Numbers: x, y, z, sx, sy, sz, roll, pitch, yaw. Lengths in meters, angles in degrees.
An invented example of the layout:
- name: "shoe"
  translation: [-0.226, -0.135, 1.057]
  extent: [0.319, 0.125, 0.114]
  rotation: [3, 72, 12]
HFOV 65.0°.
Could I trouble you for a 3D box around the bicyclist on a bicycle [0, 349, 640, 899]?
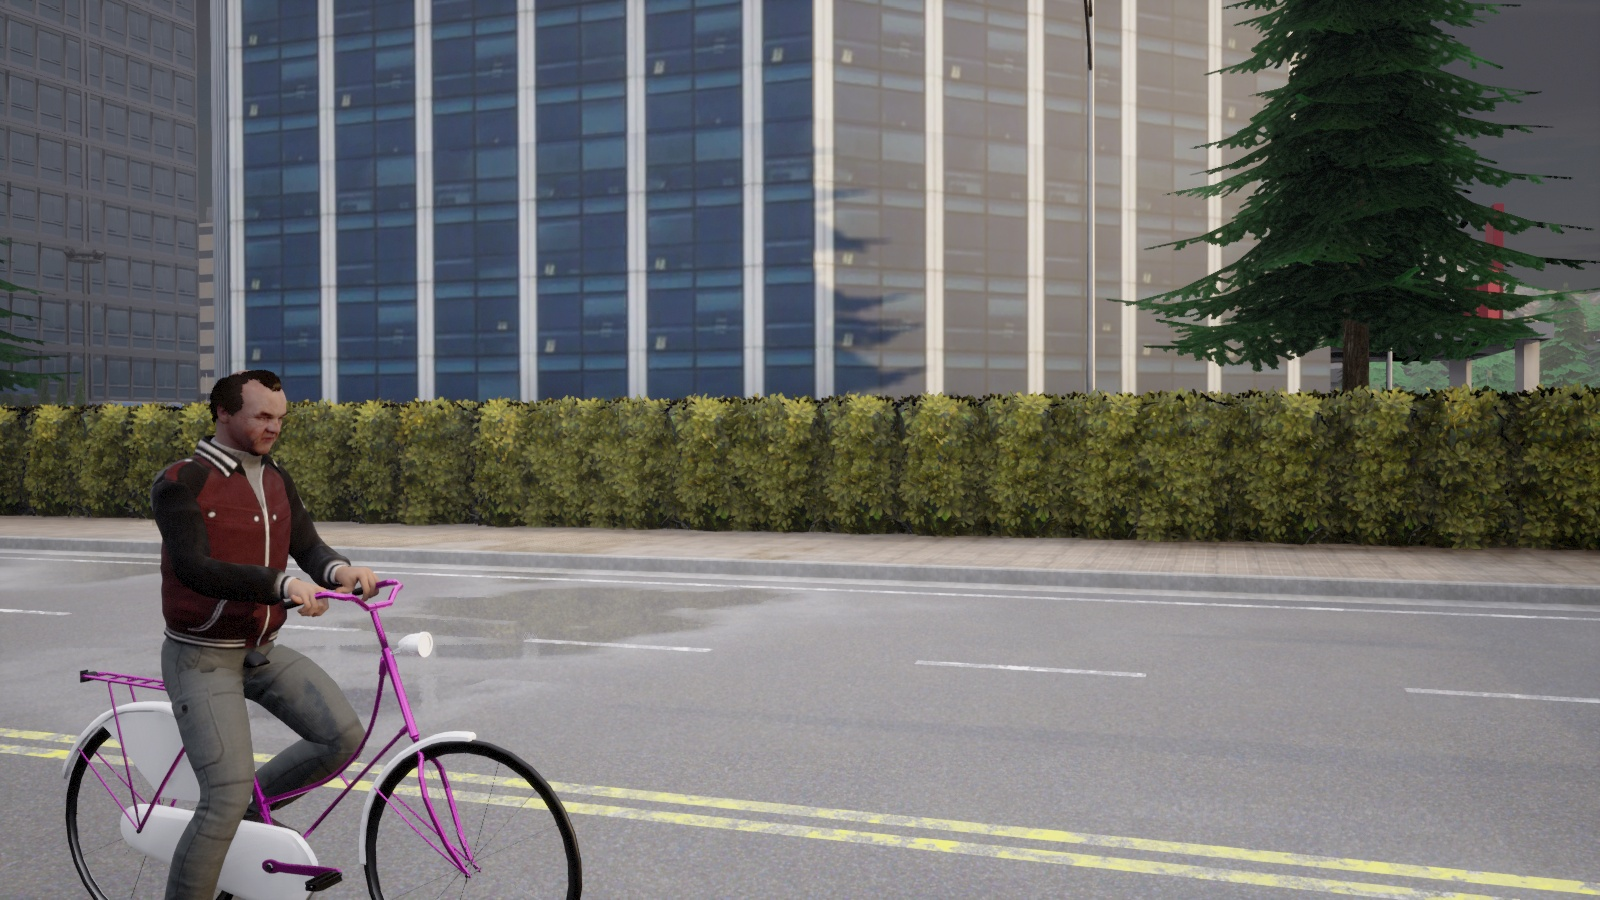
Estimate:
- name: "bicyclist on a bicycle"
  translation: [-1.451, 0.633, 3.680]
  extent: [1.843, 1.776, 0.659]
  rotation: [0, 1, 19]
